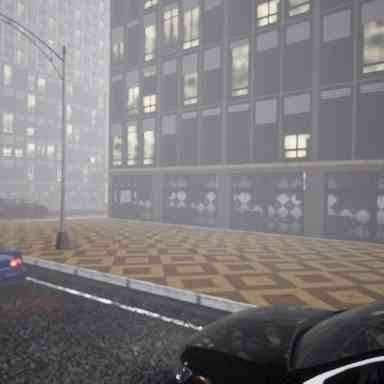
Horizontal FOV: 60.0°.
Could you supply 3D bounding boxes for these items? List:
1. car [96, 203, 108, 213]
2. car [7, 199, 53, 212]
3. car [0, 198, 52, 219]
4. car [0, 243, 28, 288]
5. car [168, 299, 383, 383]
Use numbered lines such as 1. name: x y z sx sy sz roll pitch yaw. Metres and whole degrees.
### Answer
1. car: -9.254 1.817 40.169 1.752 1.417 4.829 1 0 37
2. car: -19.549 1.627 40.352 1.752 1.417 4.829 1 0 37
3. car: -16.069 1.506 30.971 2.192 1.841 5.009 1 0 37
4. car: -6.115 1.540 8.065 5.357 1.411 2.033 0 0 36
5. car: 2.030 1.505 2.233 4.892 1.490 1.837 0 0 35
